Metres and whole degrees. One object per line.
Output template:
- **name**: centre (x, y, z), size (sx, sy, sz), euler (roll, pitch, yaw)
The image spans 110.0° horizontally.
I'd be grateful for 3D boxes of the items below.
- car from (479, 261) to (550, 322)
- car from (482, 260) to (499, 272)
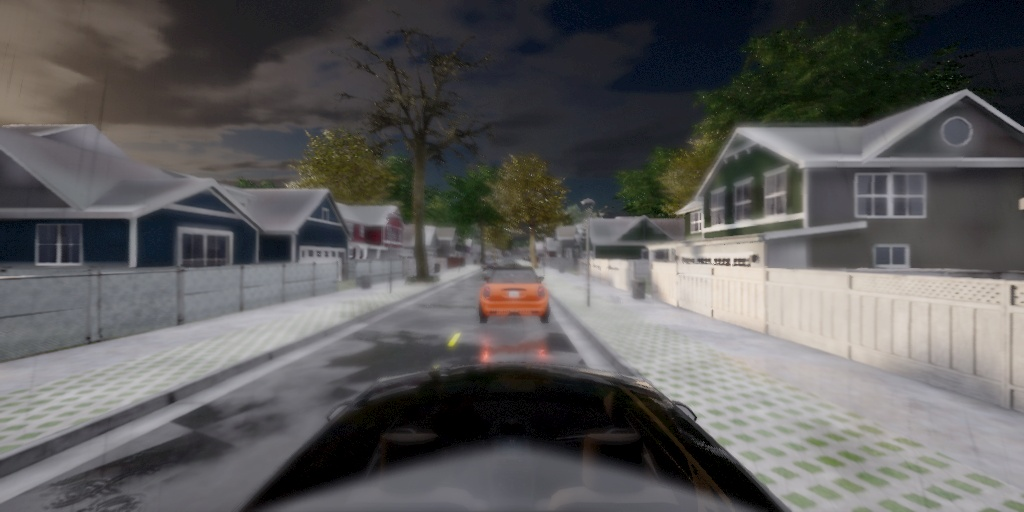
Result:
- **car**: centre (0.073, 1.096, 12.355), size (2.097, 1.767, 4.553), euler (0, 0, 0)
- **car**: centre (-2.832, 1.297, 47.266), size (1.994, 1.385, 4.181), euler (0, 0, 0)
